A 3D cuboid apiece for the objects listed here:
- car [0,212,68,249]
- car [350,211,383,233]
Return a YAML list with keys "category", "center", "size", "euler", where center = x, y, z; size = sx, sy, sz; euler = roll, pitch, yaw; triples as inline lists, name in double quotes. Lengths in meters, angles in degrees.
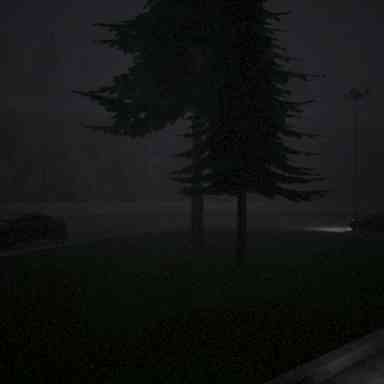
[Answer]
- category: "car"
  center: [-7.578, 1.571, 14.632]
  size: [1.994, 1.385, 4.181]
  euler: [0, 0, 26]
- category: "car"
  center: [11.069, 1.679, 18.257]
  size: [1.812, 1.442, 4.674]
  euler: [1, -1, -27]
